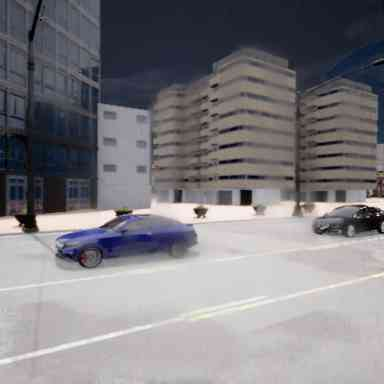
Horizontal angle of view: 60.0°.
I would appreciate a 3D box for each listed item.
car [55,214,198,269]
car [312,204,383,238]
[{"bbox_3d":[-1.990,1.464,10.986,4.674,1.442,1.812,0,0,-31],"label":"car"},{"bbox_3d":[8.334,1.442,17.344,4.892,1.490,1.837,-2,1,-32],"label":"car"}]
